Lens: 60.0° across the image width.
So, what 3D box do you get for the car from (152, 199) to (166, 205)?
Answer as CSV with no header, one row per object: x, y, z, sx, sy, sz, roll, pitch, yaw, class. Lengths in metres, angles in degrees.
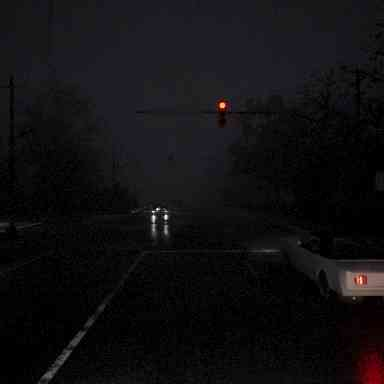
-8.259,2.399,82.997,2.128,1.511,4.902,0,-1,-25,car

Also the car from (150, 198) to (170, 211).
-4.070,1.602,42.809,1.812,1.442,4.674,0,-1,-3,car

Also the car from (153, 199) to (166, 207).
-6.049,1.968,61.710,1.994,1.385,4.181,0,-1,-10,car

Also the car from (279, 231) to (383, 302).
3.590,1.602,8.194,1.895,1.301,4.718,0,0,0,car

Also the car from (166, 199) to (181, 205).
-4.650,2.392,83.373,2.033,1.411,5.357,0,-1,-22,car

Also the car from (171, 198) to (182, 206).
-3.260,1.976,66.549,1.882,1.535,5.008,0,-1,-12,car
